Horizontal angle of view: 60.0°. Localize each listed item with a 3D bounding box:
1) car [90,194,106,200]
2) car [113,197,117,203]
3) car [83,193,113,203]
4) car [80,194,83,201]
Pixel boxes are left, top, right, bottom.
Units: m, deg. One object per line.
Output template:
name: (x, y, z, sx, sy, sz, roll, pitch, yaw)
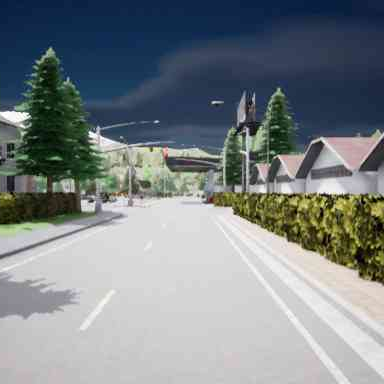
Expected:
car: (-24.043, 1.285, 85.183, 3.633, 1.501, 1.845, 0, 0, -1)
car: (-16.184, 1.324, 62.818, 3.806, 1.475, 1.970, 0, 0, -1)
car: (-16.776, 1.039, 59.490, 3.866, 1.878, 1.905, 0, 0, -1)
car: (-24.026, 1.262, 75.190, 4.514, 1.523, 2.007, 0, 0, -1)
